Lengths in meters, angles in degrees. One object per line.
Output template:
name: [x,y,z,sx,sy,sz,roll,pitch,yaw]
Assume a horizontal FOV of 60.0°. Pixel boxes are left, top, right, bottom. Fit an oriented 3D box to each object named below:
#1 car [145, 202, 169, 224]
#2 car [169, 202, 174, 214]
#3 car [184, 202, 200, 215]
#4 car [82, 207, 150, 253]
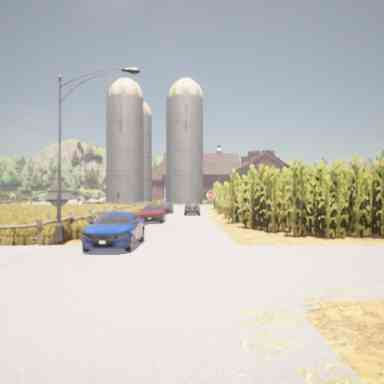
car: [-3.253,1.775,27.982,1.882,1.535,5.008,0,-1,0]
car: [-3.249,1.945,41.465,2.033,1.411,5.357,0,0,0]
car: [0.019,1.934,39.641,2.033,1.411,5.357,0,0,0]
car: [-3.226,1.593,14.439,1.882,1.535,5.008,0,-1,0]
